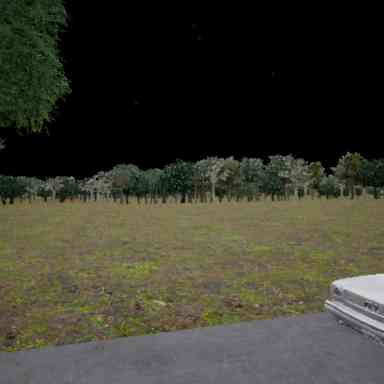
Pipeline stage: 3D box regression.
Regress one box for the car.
[{"bbox_3d":[4.438,1.511,4.833,4.718,1.301,1.895,-1,-1,-15],"label":"car"}]
